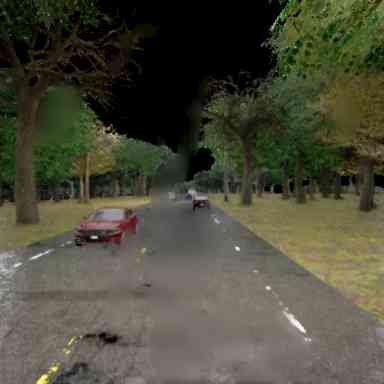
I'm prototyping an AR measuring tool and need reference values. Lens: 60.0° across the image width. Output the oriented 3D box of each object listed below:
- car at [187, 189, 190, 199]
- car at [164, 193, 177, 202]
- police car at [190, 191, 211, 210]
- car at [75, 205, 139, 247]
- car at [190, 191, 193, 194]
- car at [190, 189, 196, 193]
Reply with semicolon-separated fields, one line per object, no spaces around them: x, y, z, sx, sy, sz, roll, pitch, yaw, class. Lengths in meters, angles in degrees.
0.003;0.625;71.334;1.882;1.535;5.008;0;1;0;car
-3.556;0.889;55.853;2.128;1.511;4.902;0;1;1;car
1.052;1.079;37.147;1.930;1.638;5.238;0;1;0;police car
-3.597;1.383;14.763;1.882;1.535;5.008;0;1;0;car
1.052;1.002;47.039;1.882;1.535;5.008;0;1;0;car
1.051;0.790;53.008;2.097;1.767;4.553;0;1;0;car
